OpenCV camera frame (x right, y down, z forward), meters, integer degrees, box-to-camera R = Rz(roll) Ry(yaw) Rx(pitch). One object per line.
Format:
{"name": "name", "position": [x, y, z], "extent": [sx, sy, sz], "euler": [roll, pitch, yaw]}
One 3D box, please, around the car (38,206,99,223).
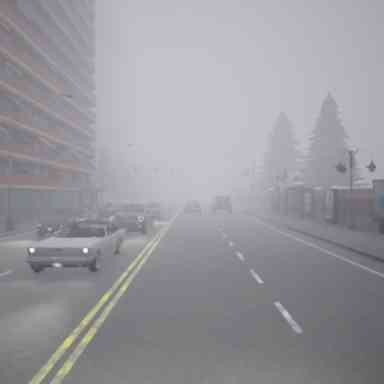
{"name": "car", "position": [-7.081, 1.611, 18.969], "extent": [1.837, 1.490, 4.892], "euler": [0, 0, 0]}

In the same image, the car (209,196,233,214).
{"name": "car", "position": [3.502, 1.440, 39.292], "extent": [2.150, 2.045, 5.566], "euler": [0, 0, 0]}

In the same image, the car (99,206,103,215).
{"name": "car", "position": [-7.064, 1.645, 30.017], "extent": [1.882, 1.535, 5.008], "euler": [0, 0, 0]}

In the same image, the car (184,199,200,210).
{"name": "car", "position": [0.007, 1.767, 49.560], "extent": [2.128, 1.511, 4.902], "euler": [0, 0, 0]}

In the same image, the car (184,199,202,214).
{"name": "car", "position": [0.103, 1.780, 38.869], "extent": [1.994, 1.385, 4.181], "euler": [0, 0, 0]}

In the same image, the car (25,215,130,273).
{"name": "car", "position": [-3.582, 1.663, 11.100], "extent": [1.895, 1.301, 4.718], "euler": [0, 0, 0]}

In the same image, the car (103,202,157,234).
{"name": "car", "position": [-3.573, 1.464, 20.094], "extent": [2.097, 1.767, 4.553], "euler": [0, 0, 0]}

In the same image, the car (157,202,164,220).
{"name": "car", "position": [-3.562, 1.672, 29.970], "extent": [1.837, 1.490, 4.892], "euler": [0, 0, 0]}
